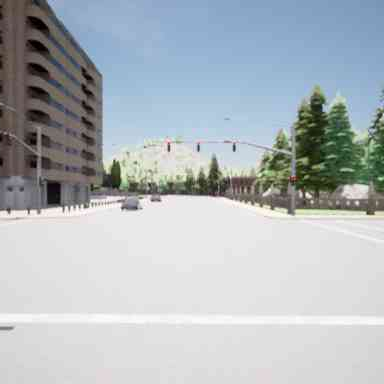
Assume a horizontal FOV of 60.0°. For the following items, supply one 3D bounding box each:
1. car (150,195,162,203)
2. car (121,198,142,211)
[{"bbox_3d":[-6.924,1.350,64.216,1.994,1.385,4.181,0,0,0],"label":"car"},{"bbox_3d":[-6.953,1.413,38.479,1.812,1.442,4.674,0,0,0],"label":"car"}]
